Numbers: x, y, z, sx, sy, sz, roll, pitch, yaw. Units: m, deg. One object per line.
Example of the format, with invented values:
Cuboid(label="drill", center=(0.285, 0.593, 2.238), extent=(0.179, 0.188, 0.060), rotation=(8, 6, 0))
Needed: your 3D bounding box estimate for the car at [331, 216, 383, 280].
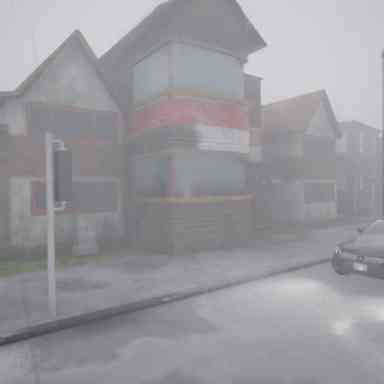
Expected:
Cuboid(label="car", center=(5.559, 1.349, 8.702), extent=(4.674, 1.442, 1.812), rotation=(-1, 1, -37))
